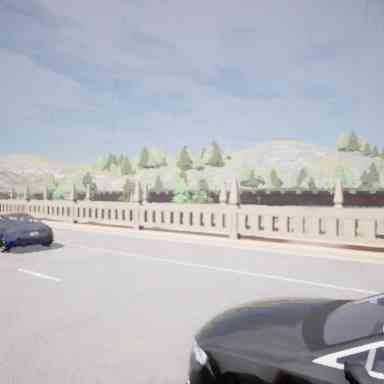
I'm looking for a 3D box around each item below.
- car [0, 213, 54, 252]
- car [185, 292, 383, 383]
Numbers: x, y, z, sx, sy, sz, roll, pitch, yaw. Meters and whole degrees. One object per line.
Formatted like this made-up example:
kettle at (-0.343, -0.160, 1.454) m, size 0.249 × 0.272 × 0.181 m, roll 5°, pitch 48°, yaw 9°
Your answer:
car at (-7.693, 1.586, 14.049) m, size 4.181 × 1.385 × 1.994 m, roll 0°, pitch 0°, yaw 37°
car at (2.185, 1.492, 2.444) m, size 4.902 × 1.511 × 2.128 m, roll 0°, pitch 0°, yaw 36°
